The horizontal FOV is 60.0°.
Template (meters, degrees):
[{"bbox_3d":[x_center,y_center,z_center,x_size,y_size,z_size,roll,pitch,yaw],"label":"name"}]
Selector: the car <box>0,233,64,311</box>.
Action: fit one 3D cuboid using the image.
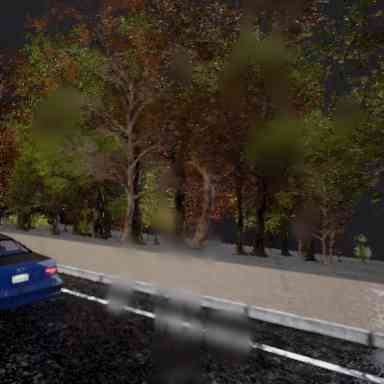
[{"bbox_3d":[-5.054,1.570,7.291,5.357,1.411,2.033,0,0,36],"label":"car"}]
